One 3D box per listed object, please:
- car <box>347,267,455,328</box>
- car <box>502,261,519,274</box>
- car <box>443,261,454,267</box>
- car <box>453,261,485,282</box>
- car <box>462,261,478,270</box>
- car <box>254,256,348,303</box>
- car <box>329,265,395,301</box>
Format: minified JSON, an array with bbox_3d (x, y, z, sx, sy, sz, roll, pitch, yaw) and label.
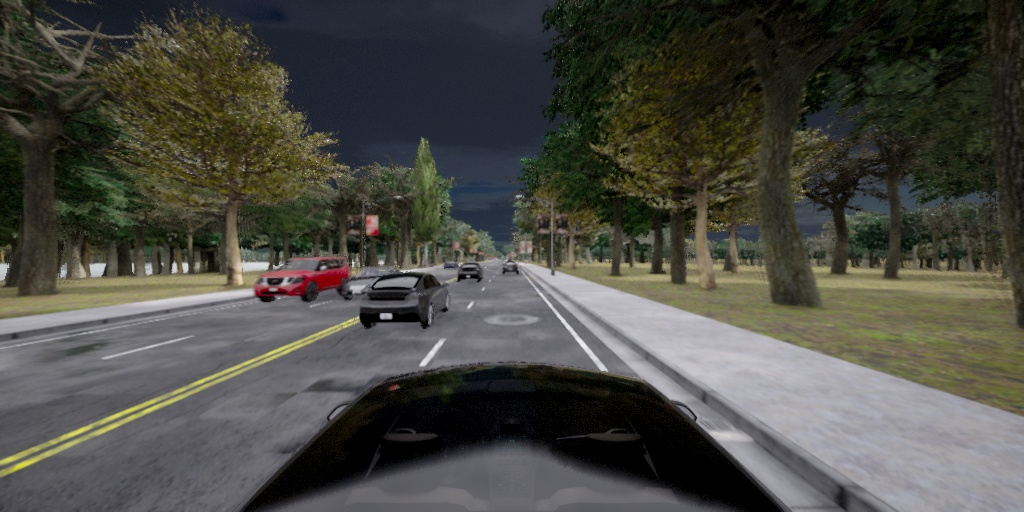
[{"bbox_3d":[-3.208,1.280,11.502,1.837,1.490,4.892,0,0,0],"label":"car"},{"bbox_3d":[-0.187,1.358,43.497,1.812,1.442,4.674,0,0,0],"label":"car"},{"bbox_3d":[-10.179,1.505,59.897,2.033,1.411,5.357,0,0,0],"label":"car"},{"bbox_3d":[-3.339,1.312,29.576,1.837,1.490,4.892,0,0,0],"label":"car"},{"bbox_3d":[-6.934,1.487,59.969,2.033,1.411,5.357,0,0,0],"label":"car"},{"bbox_3d":[-9.953,1.042,17.679,2.150,2.045,5.566,0,0,0],"label":"car"},{"bbox_3d":[-6.702,1.294,17.865,2.128,1.511,4.902,0,0,0],"label":"car"}]
